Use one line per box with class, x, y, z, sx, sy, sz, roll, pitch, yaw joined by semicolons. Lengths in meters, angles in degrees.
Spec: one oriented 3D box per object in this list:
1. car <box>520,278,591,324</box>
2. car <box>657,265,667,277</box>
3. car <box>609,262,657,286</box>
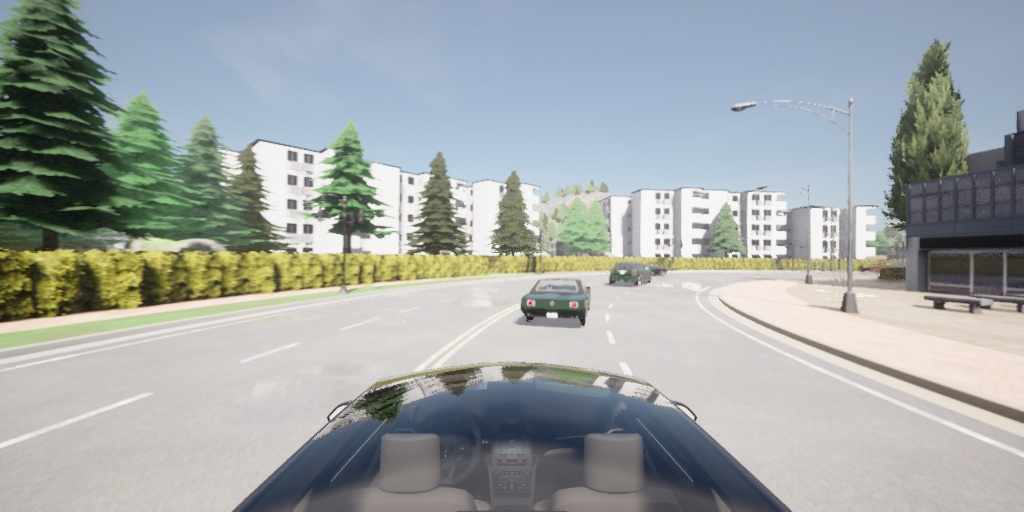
car;1.684;1.378;12.187;1.895;1.301;4.718;0;0;14
car;13.993;1.520;37.168;4.718;1.301;1.895;1;0;-38
car;8.942;1.213;26.701;2.097;1.767;4.553;1;0;36
